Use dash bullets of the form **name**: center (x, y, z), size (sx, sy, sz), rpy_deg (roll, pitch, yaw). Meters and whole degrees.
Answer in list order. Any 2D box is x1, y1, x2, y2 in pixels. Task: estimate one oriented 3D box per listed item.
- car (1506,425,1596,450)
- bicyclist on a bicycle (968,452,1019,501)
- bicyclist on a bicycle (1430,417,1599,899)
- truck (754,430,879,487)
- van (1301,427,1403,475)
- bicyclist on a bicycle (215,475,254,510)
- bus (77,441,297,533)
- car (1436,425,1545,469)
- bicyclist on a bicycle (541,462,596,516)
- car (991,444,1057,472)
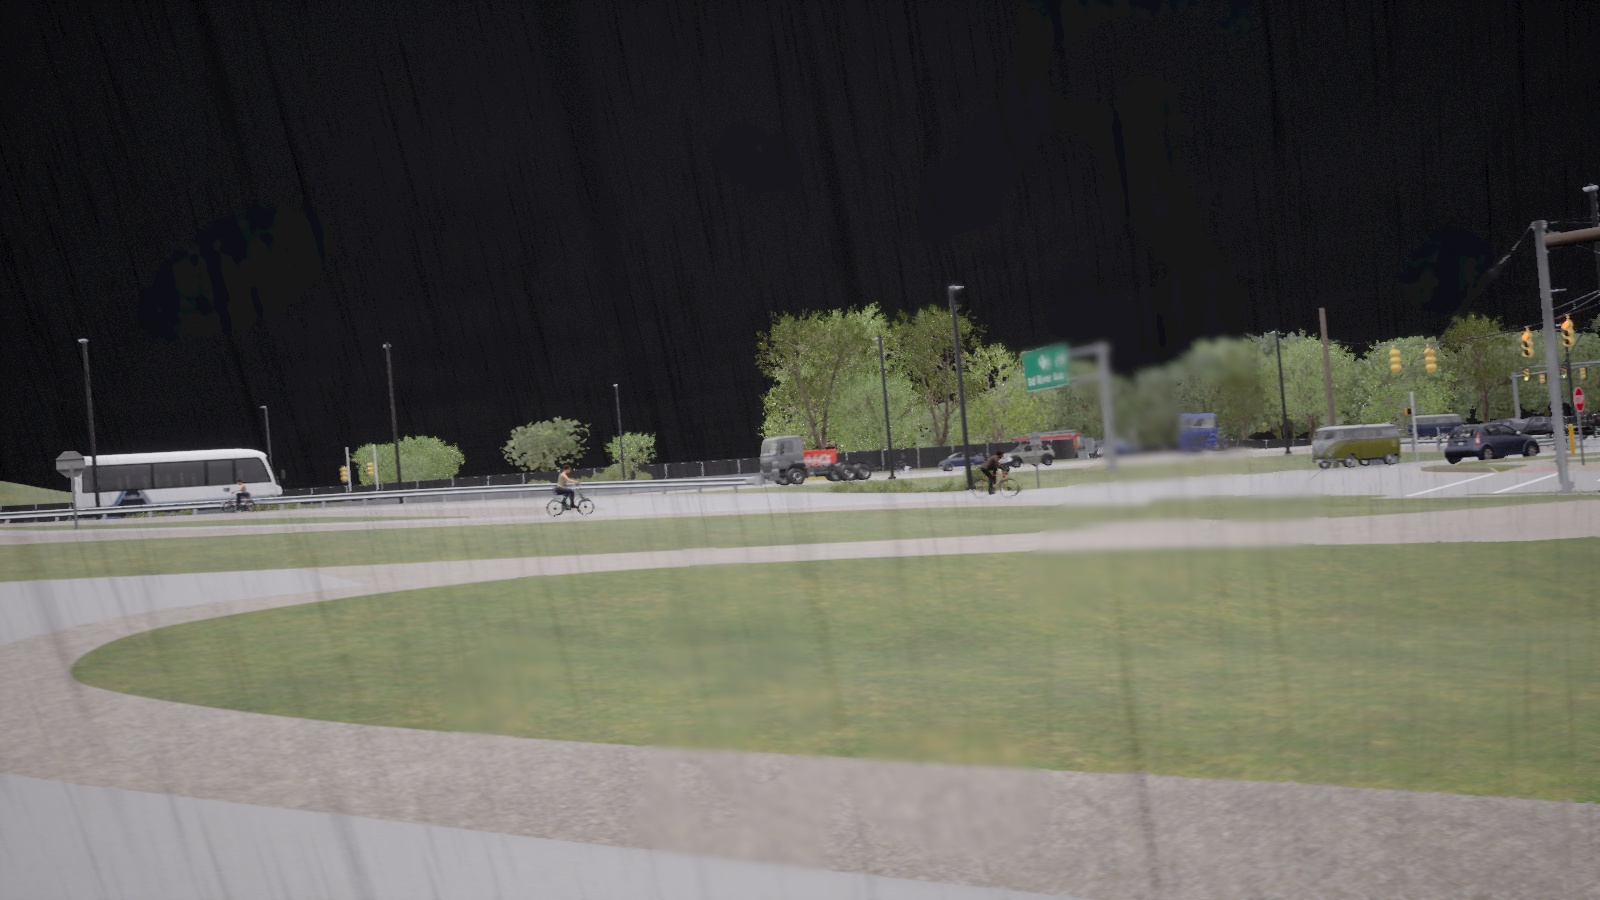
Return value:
- **car**: center (47.996, -0.802, 80.333), size (1.895, 1.301, 4.718), rpy_deg (-3, -1, -21)
- **bicyclist on a bicycle**: center (6.603, 0.900, 42.914), size (1.656, 1.620, 0.582), rpy_deg (0, 4, 2)
- **bicyclist on a bicycle**: center (2.151, 0.745, 2.478), size (1.509, 1.612, 0.866), rpy_deg (0, 0, 18)
- **truck**: center (1.159, 0.586, 86.427), size (7.936, 3.462, 2.891), rpy_deg (-3, -1, -23)
- **van**: center (25.971, 0.036, 59.069), size (4.442, 1.987, 1.775), rpy_deg (-3, -1, -24)
- **bicyclist on a bicycle**: center (-26.906, 2.012, 59.742), size (1.509, 1.612, 0.866), rpy_deg (-2, -1, -14)
- **bus**: center (-32.996, 1.941, 68.139), size (10.273, 4.253, 3.944), rpy_deg (-3, -1, -23)
- **car**: center (29.000, -0.131, 52.754), size (3.988, 1.617, 1.851), rpy_deg (-3, -1, -24)
- **bicyclist on a bicycle**: center (-7.194, 1.216, 39.060), size (1.509, 1.612, 0.866), rpy_deg (-1, -2, -22)
- **car**: center (17.274, 0.589, 97.036), size (4.605, 1.855, 1.932), rpy_deg (-3, -1, -23)
